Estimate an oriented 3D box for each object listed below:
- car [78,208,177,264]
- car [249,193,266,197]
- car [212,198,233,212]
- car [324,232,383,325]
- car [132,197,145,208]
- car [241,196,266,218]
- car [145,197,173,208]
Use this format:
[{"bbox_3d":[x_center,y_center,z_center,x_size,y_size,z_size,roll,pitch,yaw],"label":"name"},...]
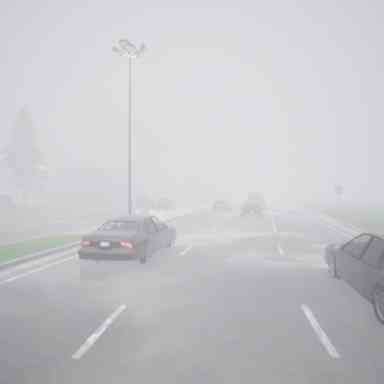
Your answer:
[{"bbox_3d":[-1.978,1.513,11.815,2.033,1.411,5.357,0,0,11],"label":"car"},{"bbox_3d":[7.993,1.124,41.451,2.150,2.045,5.566,0,1,12],"label":"car"},{"bbox_3d":[3.462,1.396,37.157,2.128,1.511,4.902,0,0,12],"label":"car"},{"bbox_3d":[4.257,1.534,6.803,2.033,1.411,5.357,0,0,8],"label":"car"},{"bbox_3d":[-6.864,1.366,44.251,2.128,1.511,4.902,0,0,13],"label":"car"},{"bbox_3d":[5.411,1.433,29.708,1.837,1.490,4.892,0,1,12],"label":"car"},{"bbox_3d":[-3.744,1.375,42.222,2.128,1.511,4.902,0,0,13],"label":"car"}]
